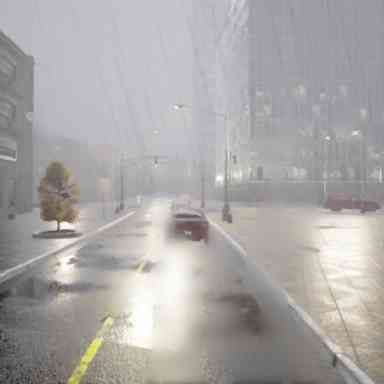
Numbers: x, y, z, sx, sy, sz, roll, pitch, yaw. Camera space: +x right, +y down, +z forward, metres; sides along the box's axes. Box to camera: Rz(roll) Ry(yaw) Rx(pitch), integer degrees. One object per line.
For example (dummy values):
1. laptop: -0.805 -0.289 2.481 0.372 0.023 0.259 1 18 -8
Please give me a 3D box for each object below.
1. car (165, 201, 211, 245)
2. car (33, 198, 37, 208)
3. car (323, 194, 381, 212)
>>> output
1. car: -0.226 1.432 15.392 1.882 1.535 5.008 0 0 -2
2. car: -21.191 1.435 43.504 4.313 1.339 1.947 0 -1 17
3. car: 15.310 1.077 32.154 5.009 1.841 2.192 0 -1 17
